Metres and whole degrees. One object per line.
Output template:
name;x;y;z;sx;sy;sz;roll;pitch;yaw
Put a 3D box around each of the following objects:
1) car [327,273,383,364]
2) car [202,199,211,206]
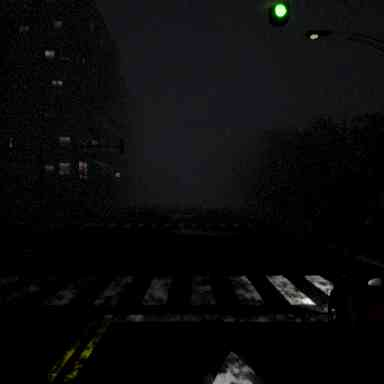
car;3.348;1.604;4.143;1.994;1.385;4.181;0;-1;0
car;3.247;2.259;73.091;2.128;1.511;4.902;0;-1;0
